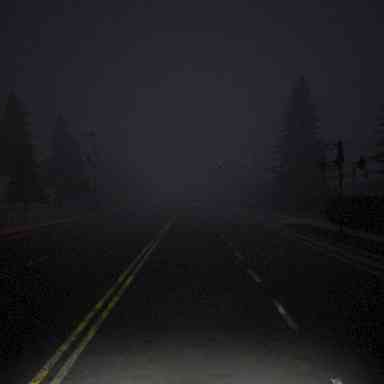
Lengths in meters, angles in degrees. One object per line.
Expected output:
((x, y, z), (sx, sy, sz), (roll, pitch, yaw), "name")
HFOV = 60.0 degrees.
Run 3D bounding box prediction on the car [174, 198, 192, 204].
((-2.019, 1.996, 76.911), (4.181, 1.385, 1.994), (0, 0, -2), "car")
